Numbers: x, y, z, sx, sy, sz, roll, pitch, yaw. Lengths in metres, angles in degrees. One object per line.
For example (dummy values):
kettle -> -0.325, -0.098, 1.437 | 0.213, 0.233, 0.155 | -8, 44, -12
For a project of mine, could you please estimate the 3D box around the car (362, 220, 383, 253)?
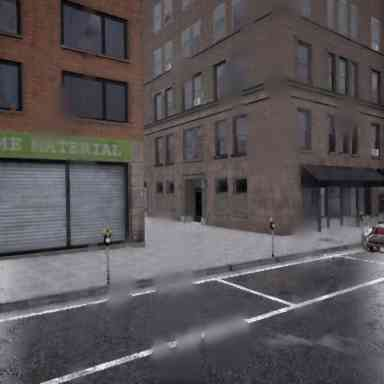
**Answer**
car -> 8.138, 1.437, 12.410 | 4.097, 1.590, 1.967 | 0, -1, -35
